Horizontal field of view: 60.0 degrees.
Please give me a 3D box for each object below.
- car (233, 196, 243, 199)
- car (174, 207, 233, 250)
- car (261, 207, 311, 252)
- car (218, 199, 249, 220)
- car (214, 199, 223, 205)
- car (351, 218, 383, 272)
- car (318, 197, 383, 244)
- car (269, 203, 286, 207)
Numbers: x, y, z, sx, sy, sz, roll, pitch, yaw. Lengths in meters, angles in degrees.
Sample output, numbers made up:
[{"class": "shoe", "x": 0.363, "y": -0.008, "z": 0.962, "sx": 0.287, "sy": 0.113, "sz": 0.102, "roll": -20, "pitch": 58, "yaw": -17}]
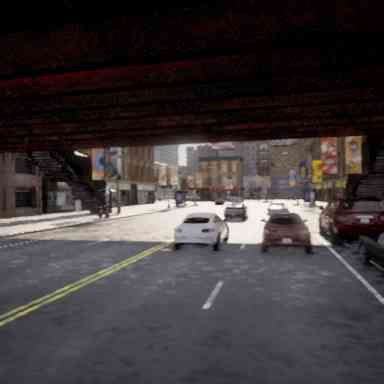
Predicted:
[{"class": "car", "x": 9.091, "y": 1.743, "z": 67.706, "sx": 2.097, "sy": 1.767, "sz": 4.553, "roll": -1, "pitch": 0, "yaw": 7}, {"class": "car", "x": 0.516, "y": 1.631, "z": 14.899, "sx": 1.812, "sy": 1.442, "sz": 4.674, "roll": -1, "pitch": 0, "yaw": 14}, {"class": "car", "x": 3.921, "y": 1.581, "z": 14.091, "sx": 1.812, "sy": 1.442, "sz": 4.674, "roll": -1, "pitch": 0, "yaw": 14}, {"class": "car", "x": 3.942, "y": 1.662, "z": 29.428, "sx": 2.128, "sy": 1.511, "sz": 4.902, "roll": -1, "pitch": 0, "yaw": 13}, {"class": "car", "x": 5.577, "y": 2.031, "z": 67.563, "sx": 1.895, "sy": 1.301, "sz": 4.718, "roll": -1, "pitch": 0, "yaw": 7}, {"class": "car", "x": 5.807, "y": 1.585, "z": 8.589, "sx": 1.895, "sy": 1.301, "sz": 4.718, "roll": -1, "pitch": 0, "yaw": 13}, {"class": "car", "x": 7.456, "y": 1.251, "z": 15.801, "sx": 2.435, "sy": 2.045, "sz": 5.566, "roll": -1, "pitch": 0, "yaw": 13}, {"class": "car", "x": 7.278, "y": 1.665, "z": 28.336, "sx": 2.033, "sy": 1.411, "sz": 5.357, "roll": -1, "pitch": 0, "yaw": 13}]
